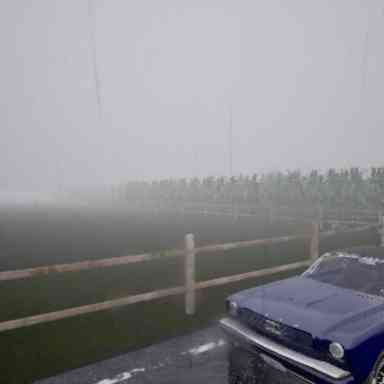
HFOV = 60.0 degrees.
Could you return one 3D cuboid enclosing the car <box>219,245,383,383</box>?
[{"bbox_3d":[2.698,1.581,4.996,4.718,1.301,1.895,0,0,-35],"label":"car"}]
